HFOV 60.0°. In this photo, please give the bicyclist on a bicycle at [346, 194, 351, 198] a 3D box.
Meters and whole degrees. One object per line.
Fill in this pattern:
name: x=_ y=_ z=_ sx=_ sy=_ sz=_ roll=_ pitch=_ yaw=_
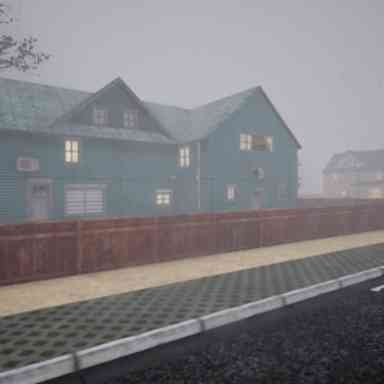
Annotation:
bicyclist on a bicycle: x=17.262 y=1.001 z=36.647 sx=1.656 sy=1.620 sz=0.582 roll=-1 pitch=1 yaw=-36
